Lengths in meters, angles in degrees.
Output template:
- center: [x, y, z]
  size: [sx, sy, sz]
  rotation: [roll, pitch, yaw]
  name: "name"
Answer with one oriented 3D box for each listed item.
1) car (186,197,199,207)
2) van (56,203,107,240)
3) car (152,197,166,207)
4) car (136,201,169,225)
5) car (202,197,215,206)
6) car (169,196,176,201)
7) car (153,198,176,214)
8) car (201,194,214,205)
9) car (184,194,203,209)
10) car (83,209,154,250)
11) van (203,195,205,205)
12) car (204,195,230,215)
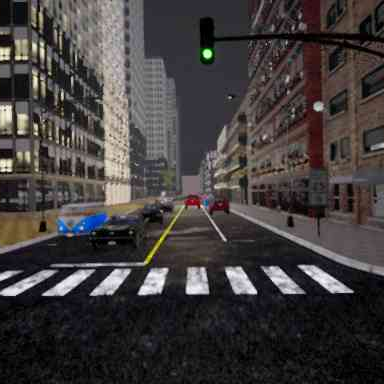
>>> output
- center: [0.104, 1.628, 57.002]
  size: [2.128, 1.511, 4.902]
  rotation: [-1, 0, 0]
  name: "car"
- center: [-5.676, 1.477, 17.513]
  size: [1.690, 1.788, 3.998]
  rotation: [-1, 0, 0]
  name: "van"
- center: [-5.591, 1.692, 56.369]
  size: [1.967, 1.590, 4.097]
  rotation: [-1, 0, 0]
  name: "car"
- center: [-3.060, 1.668, 25.026]
  size: [1.994, 1.385, 4.181]
  rotation: [-1, 0, 0]
  name: "car"
- center: [2.791, 1.630, 56.352]
  size: [2.008, 1.369, 4.403]
  rotation: [-1, 0, 0]
  name: "car"
- center: [-5.504, 1.966, 95.225]
  size: [1.802, 1.307, 4.206]
  rotation: [-1, 0, 0]
  name: "car"
- center: [-3.010, 1.741, 37.580]
  size: [1.895, 1.301, 4.718]
  rotation: [-1, 0, 0]
  name: "car"
- center: [2.797, 1.412, 61.904]
  size: [2.192, 1.841, 5.009]
  rotation: [-1, 0, 0]
  name: "car"
- center: [0.077, 1.325, 46.611]
  size: [2.150, 2.045, 5.566]
  rotation: [-1, 0, 0]
  name: "car"
- center: [-3.080, 1.676, 15.034]
  size: [1.895, 1.301, 4.718]
  rotation: [-1, 0, 0]
  name: "car"
- center: [2.773, 1.403, 50.802]
  size: [1.690, 1.788, 3.998]
  rotation: [-1, 0, 0]
  name: "van"
- center: [2.737, 1.326, 34.150]
  size: [2.192, 1.841, 5.009]
  rotation: [-1, 0, 0]
  name: "car"
